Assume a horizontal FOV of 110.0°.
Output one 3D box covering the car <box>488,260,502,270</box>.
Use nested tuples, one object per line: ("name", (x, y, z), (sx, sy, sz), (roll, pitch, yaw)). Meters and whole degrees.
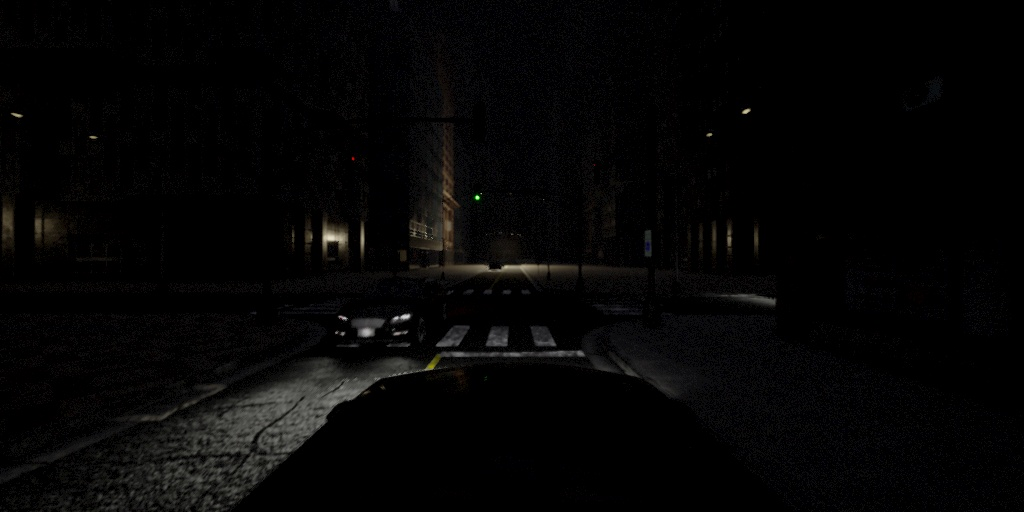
("car", (-2.845, 1.462, 59.932), (2.097, 1.767, 4.553), (0, 0, 0))

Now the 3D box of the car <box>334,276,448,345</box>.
("car", (-2.979, 1.326, 9.789), (2.128, 1.511, 4.902), (0, -1, 0))
